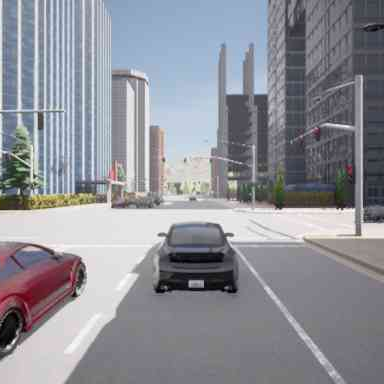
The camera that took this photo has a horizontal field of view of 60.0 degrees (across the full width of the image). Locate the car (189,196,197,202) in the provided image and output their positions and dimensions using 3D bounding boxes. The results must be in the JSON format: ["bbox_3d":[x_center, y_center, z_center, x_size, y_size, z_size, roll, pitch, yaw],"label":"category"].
[{"bbox_3d":[0.198,1.760,86.911,1.812,1.442,4.674,0,0,0],"label":"car"}]

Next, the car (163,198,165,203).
[{"bbox_3d":[-6.841,1.714,69.777,1.812,1.442,4.674,0,0,0],"label":"car"}]

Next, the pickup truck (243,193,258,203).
[{"bbox_3d":[13.287,1.257,72.660,2.390,2.098,6.274,0,0,31],"label":"pickup truck"}]

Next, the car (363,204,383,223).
[{"bbox_3d":[15.194,1.634,25.530,4.181,1.385,1.994,0,0,1],"label":"car"}]

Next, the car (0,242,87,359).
[{"bbox_3d":[-3.422,1.580,5.993,1.994,1.385,4.181,0,0,1],"label":"car"}]

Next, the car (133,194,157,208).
[{"bbox_3d":[-6.971,1.487,49.590,2.097,1.767,4.553,0,0,0],"label":"car"}]

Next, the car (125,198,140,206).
[{"bbox_3d":[-10.440,1.723,58.773,1.994,1.385,4.181,0,0,0],"label":"car"}]

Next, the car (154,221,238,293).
[{"bbox_3d":[0.100,1.530,8.878,1.837,1.490,4.892,0,0,0],"label":"car"}]

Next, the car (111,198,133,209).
[{"bbox_3d":[-10.473,1.610,48.789,1.882,1.535,5.008,0,0,0],"label":"car"}]

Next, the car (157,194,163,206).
[{"bbox_3d":[-6.936,1.383,59.430,2.150,2.045,5.566,0,0,1],"label":"car"}]

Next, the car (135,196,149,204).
[{"bbox_3d":[-10.343,1.712,68.934,2.128,1.511,4.902,0,0,0],"label":"car"}]
